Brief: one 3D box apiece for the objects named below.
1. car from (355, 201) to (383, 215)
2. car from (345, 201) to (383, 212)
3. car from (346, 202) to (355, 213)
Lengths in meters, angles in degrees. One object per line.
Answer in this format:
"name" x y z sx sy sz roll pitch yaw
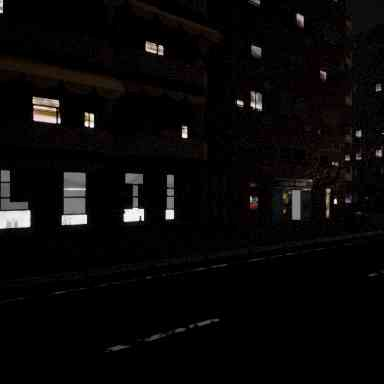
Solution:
"car" 19.702 1.728 37.239 2.128 1.511 4.902 0 -1 -35
"car" 22.465 1.857 43.431 1.802 1.307 4.206 -1 0 -36
"car" 15.476 1.596 38.332 2.192 1.841 5.009 -1 0 -36
